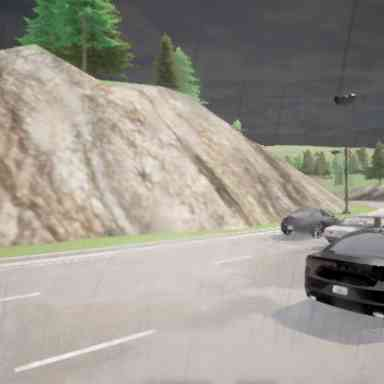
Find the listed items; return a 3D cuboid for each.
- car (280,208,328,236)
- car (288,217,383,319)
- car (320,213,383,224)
[{"bbox_3d":[6.650,1.630,18.287,4.674,1.442,1.812,0,0,-43],"label":"car"},{"bbox_3d":[4.437,1.503,7.177,5.008,1.535,1.882,0,0,-39],"label":"car"},{"bbox_3d":[7.704,1.660,14.452,4.718,1.301,1.895,0,-1,-42],"label":"car"}]
